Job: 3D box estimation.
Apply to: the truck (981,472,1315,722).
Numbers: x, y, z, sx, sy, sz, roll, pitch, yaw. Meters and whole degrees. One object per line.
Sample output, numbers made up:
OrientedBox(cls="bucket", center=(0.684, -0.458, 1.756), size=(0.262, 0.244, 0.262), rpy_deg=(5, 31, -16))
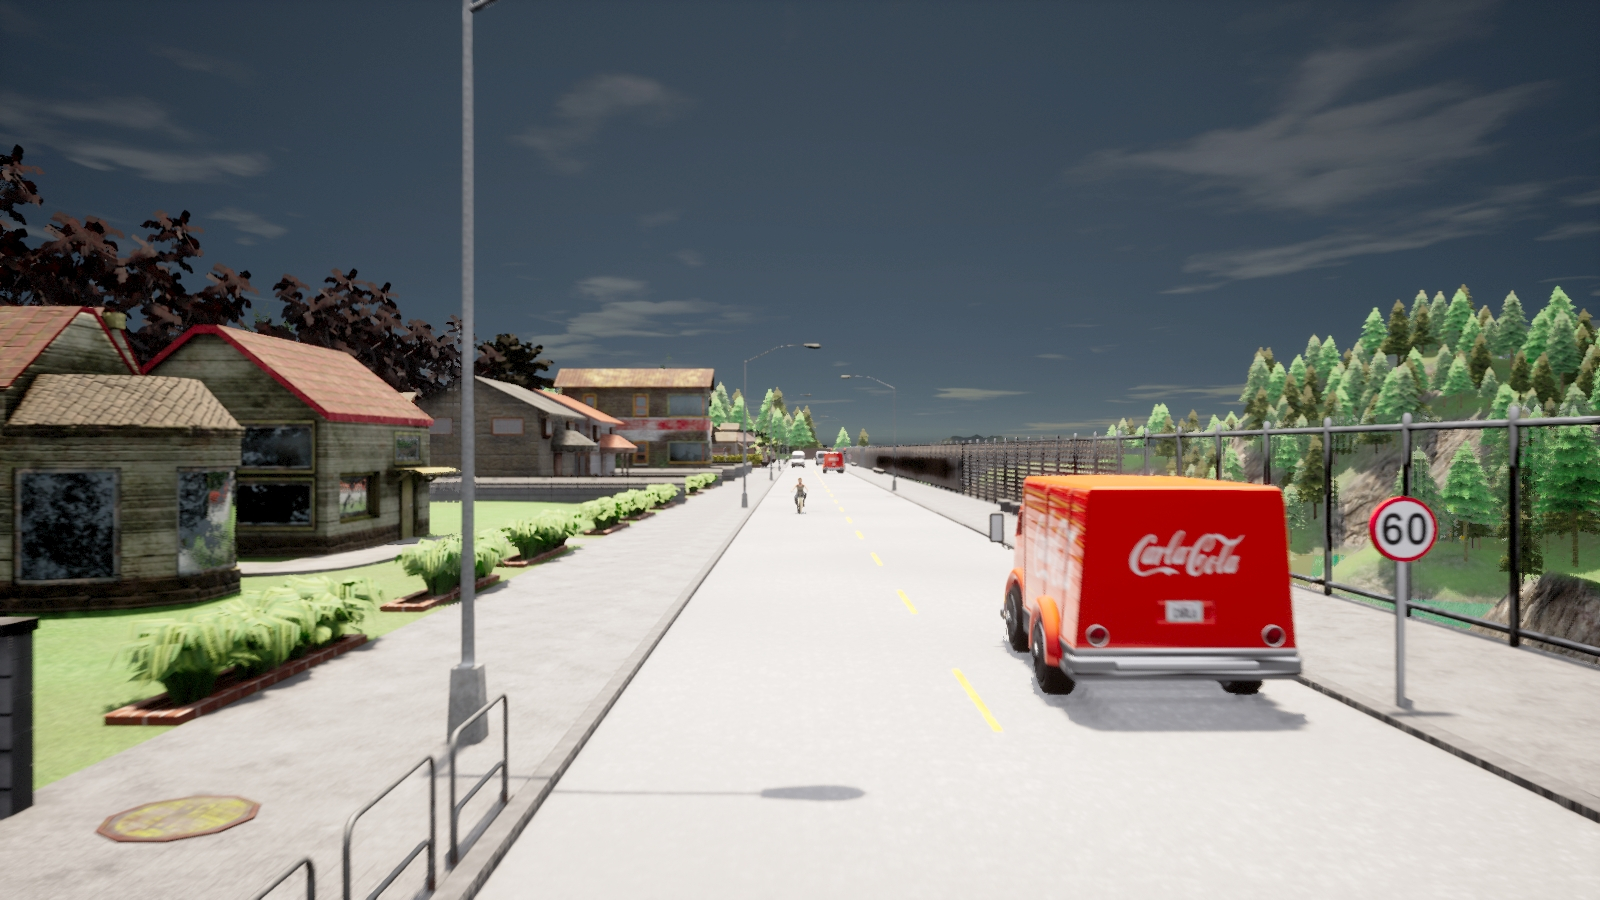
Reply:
OrientedBox(cls="truck", center=(4.000, 1.568, 14.384), size=(2.627, 2.467, 5.204), rpy_deg=(0, 0, 0))

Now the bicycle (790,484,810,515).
OrientedBox(cls="bicycle", center=(0.009, 2.156, 49.685), size=(0.859, 1.276, 1.487), rpy_deg=(0, 0, 0))
